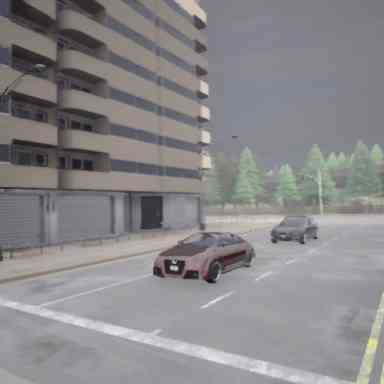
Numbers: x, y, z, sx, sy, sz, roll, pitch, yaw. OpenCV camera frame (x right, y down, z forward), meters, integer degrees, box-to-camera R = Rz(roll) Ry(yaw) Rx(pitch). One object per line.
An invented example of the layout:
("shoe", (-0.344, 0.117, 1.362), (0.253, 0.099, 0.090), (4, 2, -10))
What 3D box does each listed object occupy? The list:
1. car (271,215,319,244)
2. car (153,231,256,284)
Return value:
("car", (6.241, 2.193, 19.890), (1.837, 1.490, 4.892), (-3, -3, 34))
("car", (0.571, 2.057, 11.318), (1.994, 1.385, 4.181), (-3, -3, 33))
